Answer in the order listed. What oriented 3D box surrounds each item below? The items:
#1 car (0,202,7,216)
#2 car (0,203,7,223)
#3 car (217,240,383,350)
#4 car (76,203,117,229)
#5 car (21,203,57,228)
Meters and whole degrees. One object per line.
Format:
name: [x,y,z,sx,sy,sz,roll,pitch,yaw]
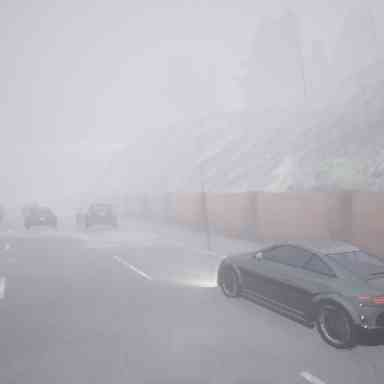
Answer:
car: [-21.763,1.853,36.859,1.994,1.385,4.181,0,-1,-28]
car: [-16.807,1.566,27.537,2.097,1.767,4.553,0,-1,-28]
car: [2.249,1.634,6.553,1.994,1.385,4.181,0,-1,-28]
car: [-6.930,1.559,23.864,2.097,1.767,4.553,0,-1,-28]
car: [-10.863,1.761,23.805,1.994,1.385,4.181,0,-1,-28]
